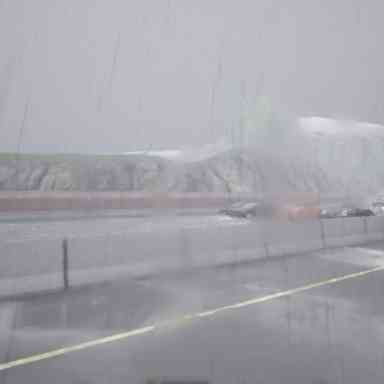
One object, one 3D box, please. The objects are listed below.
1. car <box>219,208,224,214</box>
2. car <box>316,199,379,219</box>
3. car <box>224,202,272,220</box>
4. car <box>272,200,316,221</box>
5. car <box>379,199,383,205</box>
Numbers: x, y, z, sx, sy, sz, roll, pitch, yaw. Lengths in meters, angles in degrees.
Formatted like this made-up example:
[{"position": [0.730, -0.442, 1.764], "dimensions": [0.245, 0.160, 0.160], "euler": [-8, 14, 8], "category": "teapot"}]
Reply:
[{"position": [5.263, 1.704, 33.549], "dimensions": [5.357, 1.411, 2.033], "euler": [0, 0, -36], "category": "car"}, {"position": [11.917, 1.513, 25.448], "dimensions": [4.553, 1.767, 2.097], "euler": [0, 0, -36], "category": "car"}, {"position": [5.588, 1.620, 29.496], "dimensions": [5.008, 1.535, 1.882], "euler": [1, 0, -36], "category": "car"}, {"position": [9.267, 1.508, 27.849], "dimensions": [4.553, 1.767, 2.097], "euler": [0, 0, -36], "category": "car"}, {"position": [34.770, 1.916, 60.951], "dimensions": [2.033, 1.411, 5.357], "euler": [0, 0, 39], "category": "car"}]
